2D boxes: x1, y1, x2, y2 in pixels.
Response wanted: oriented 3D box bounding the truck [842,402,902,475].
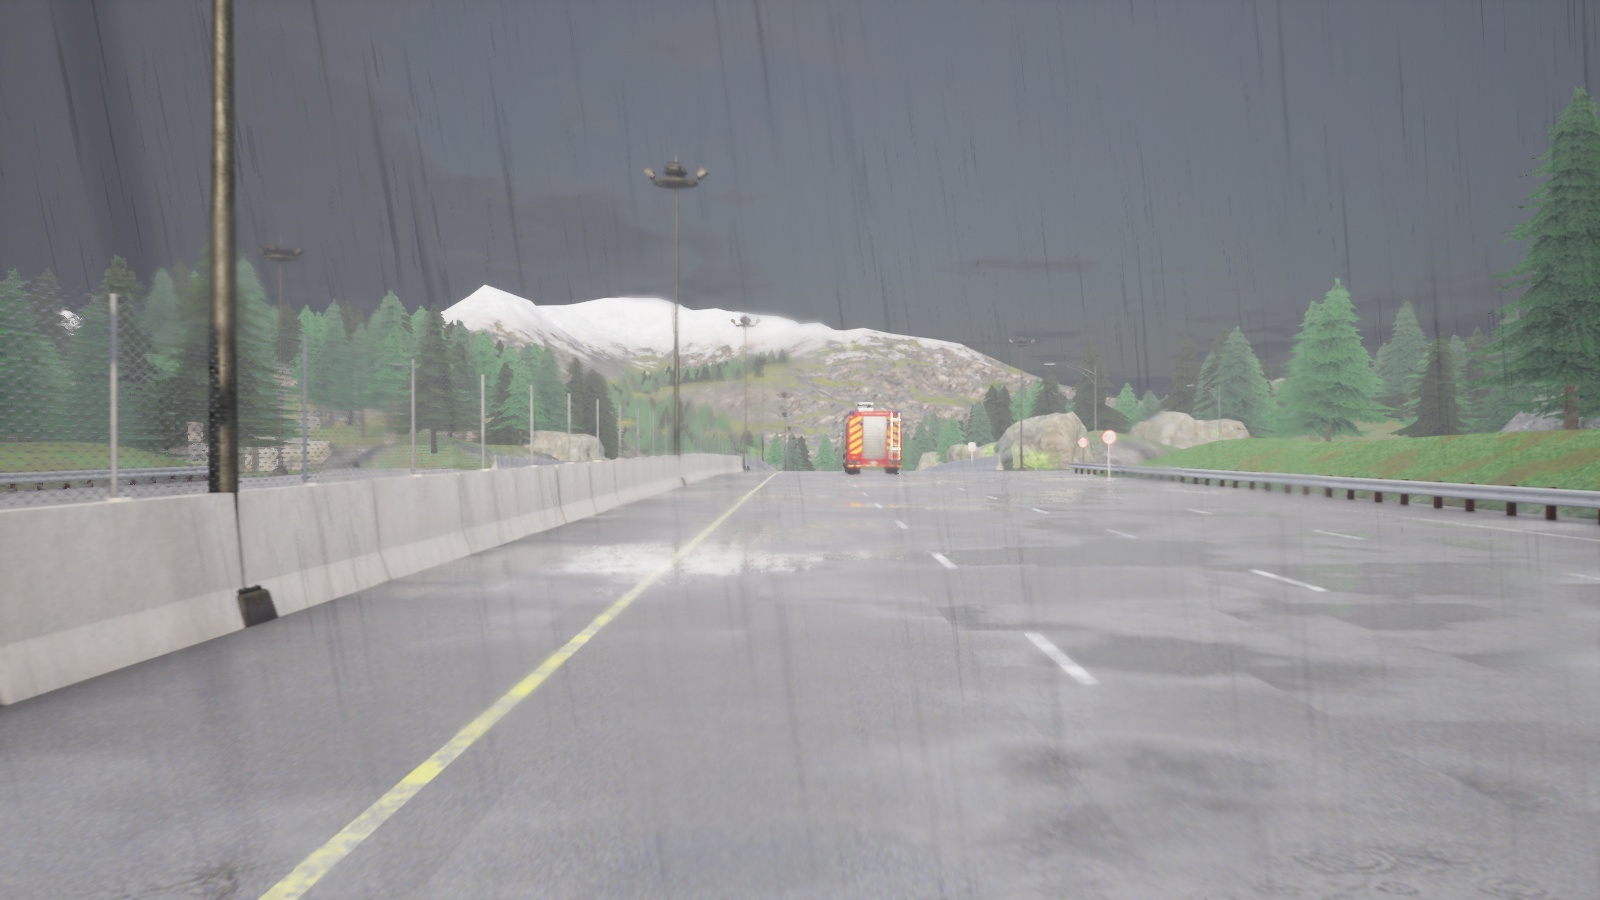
[{"bbox_3d":[3.915,-0.581,69.895,2.891,3.827,8.468,0,0,0],"label":"truck"}]
